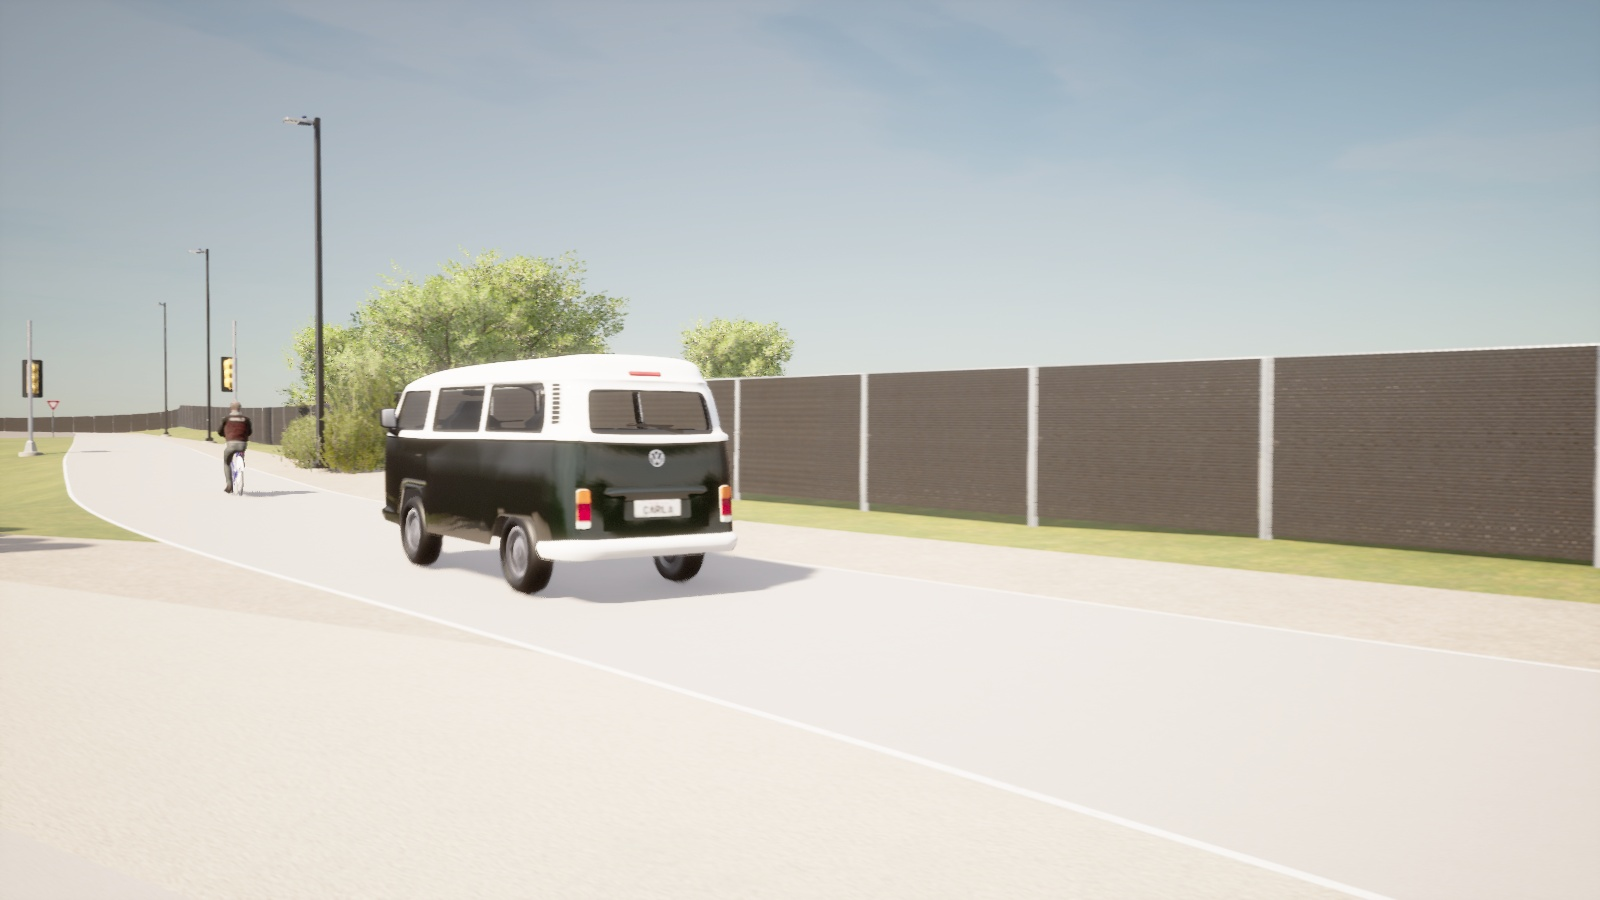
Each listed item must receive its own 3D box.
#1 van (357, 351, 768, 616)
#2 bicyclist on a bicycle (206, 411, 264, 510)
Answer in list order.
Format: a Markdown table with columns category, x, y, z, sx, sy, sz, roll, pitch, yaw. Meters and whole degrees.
| category | x | y | z | sx | sy | sz | roll | pitch | yaw |
| --- | --- | --- | --- | --- | --- | --- | --- | --- | --- |
| van | -2.466 | 0.210 | 12.041 | 2.069 | 2.038 | 4.480 | -2 | 2 | -37 |
| bicyclist on a bicycle | -10.647 | 0.164 | 23.635 | 0.659 | 1.776 | 1.843 | -2 | 2 | -33 |
